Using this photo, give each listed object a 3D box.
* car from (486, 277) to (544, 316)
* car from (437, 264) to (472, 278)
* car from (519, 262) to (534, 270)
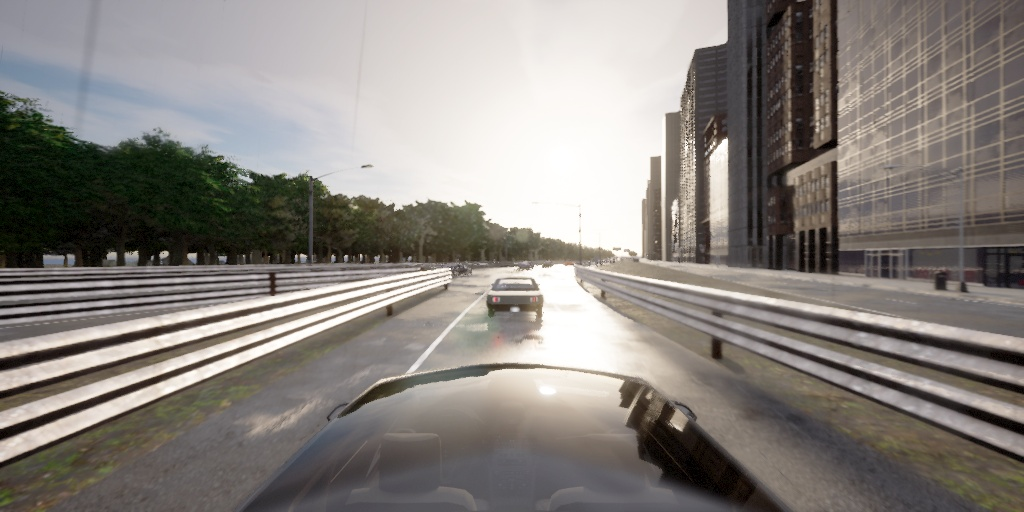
[{"bbox_3d":[0.151,1.422,13.596,1.895,1.301,4.718,0,0,1],"label":"car"},{"bbox_3d":[-6.153,1.513,38.390,2.033,1.411,5.357,0,-1,18],"label":"car"},{"bbox_3d":[2.619,1.774,64.949,1.812,1.442,4.674,0,-1,18],"label":"car"}]
